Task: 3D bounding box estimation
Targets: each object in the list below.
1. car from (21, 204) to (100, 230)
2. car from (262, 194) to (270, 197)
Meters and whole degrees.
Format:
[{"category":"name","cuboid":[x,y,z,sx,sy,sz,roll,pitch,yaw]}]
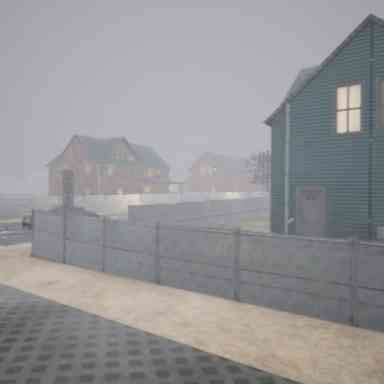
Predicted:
[{"category":"car","cuboid":[-7.271,1.362,18.732,1.994,1.385,4.181,1,1,35]},{"category":"car","cuboid":[10.441,0.949,43.536,1.895,1.301,4.718,1,1,36]}]
